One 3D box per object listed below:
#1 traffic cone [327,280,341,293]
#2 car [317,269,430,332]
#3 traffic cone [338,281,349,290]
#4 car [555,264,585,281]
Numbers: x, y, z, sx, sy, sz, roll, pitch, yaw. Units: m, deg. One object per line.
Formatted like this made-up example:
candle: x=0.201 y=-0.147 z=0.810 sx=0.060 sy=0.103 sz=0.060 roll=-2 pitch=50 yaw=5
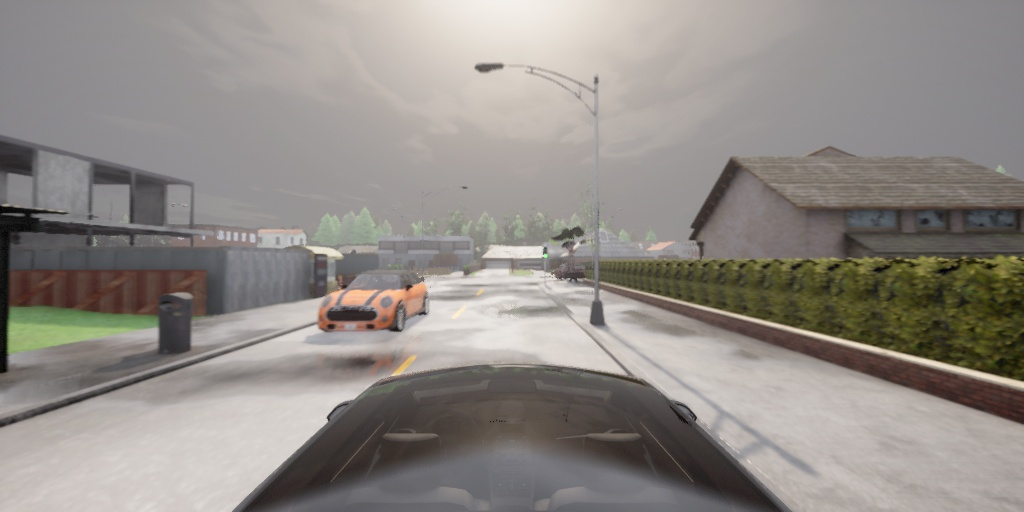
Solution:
traffic cone: x=-10.396 y=1.827 z=20.909 sx=0.344 sy=0.586 sz=0.344 roll=0 pitch=0 yaw=0
car: x=-4.089 y=1.232 z=11.328 sx=2.097 sy=1.767 sz=4.553 roll=0 pitch=-1 yaw=0
traffic cone: x=-9.676 y=1.849 z=20.389 sx=0.344 sy=0.586 sz=0.344 roll=0 pitch=0 yaw=0
car: x=6.783 y=1.572 z=36.614 sx=4.553 sy=1.767 sz=2.097 roll=0 pitch=0 yaw=-13
